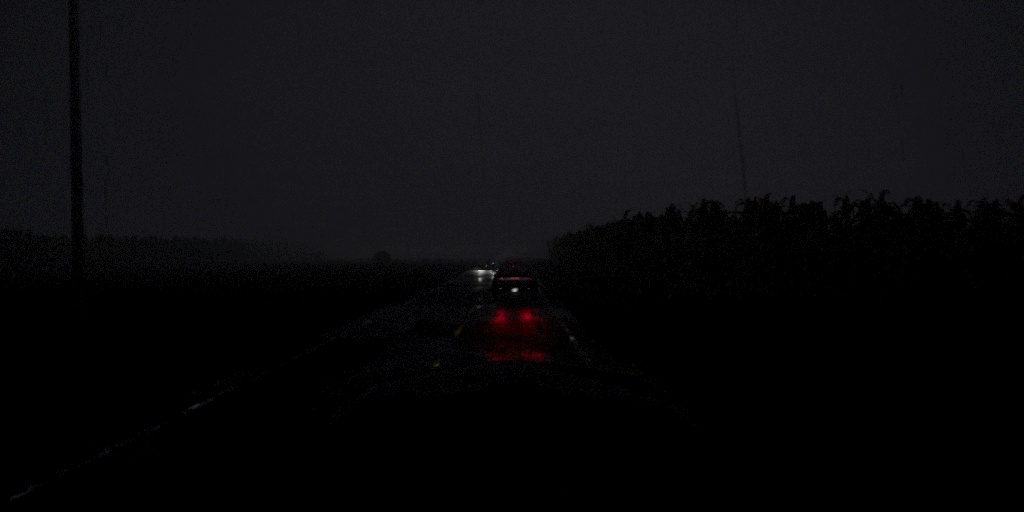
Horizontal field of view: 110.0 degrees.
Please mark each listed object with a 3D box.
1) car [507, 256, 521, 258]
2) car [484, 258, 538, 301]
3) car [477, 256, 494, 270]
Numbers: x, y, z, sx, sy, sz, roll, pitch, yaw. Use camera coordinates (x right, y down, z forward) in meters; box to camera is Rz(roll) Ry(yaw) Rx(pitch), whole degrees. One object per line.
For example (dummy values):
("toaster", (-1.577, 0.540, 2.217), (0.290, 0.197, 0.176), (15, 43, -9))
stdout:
("car", (0.163, 0.731, 35.775), (1.882, 1.535, 5.008), (0, 1, 0))
("car", (0.117, 1.044, 15.964), (2.128, 1.511, 4.902), (0, 1, 0))
("car", (-2.670, 0.724, 39.564), (1.812, 1.442, 4.674), (0, 1, 0))
